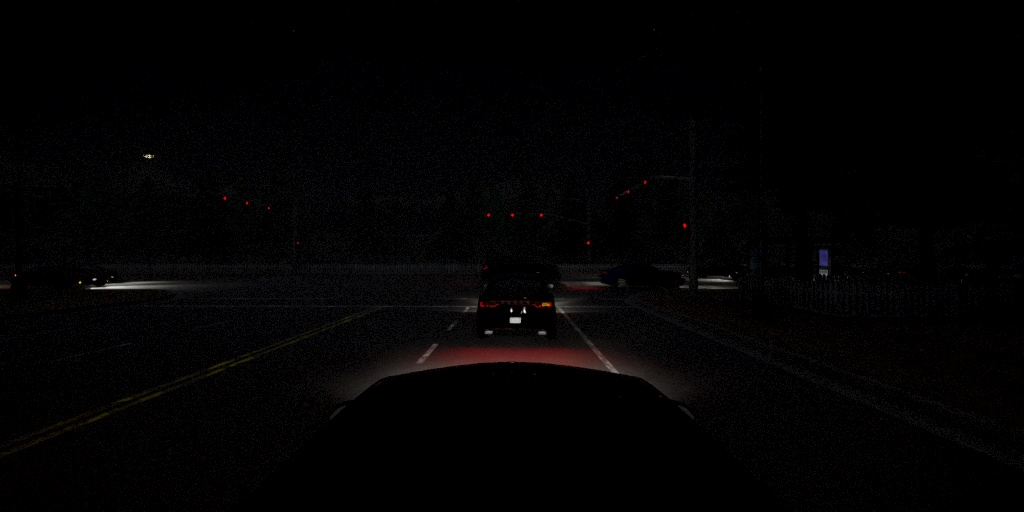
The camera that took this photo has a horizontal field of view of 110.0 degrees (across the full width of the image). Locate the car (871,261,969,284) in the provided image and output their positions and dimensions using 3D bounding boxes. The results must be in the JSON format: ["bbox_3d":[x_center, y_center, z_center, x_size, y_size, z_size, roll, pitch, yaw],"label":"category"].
[{"bbox_3d":[28.536,1.258,25.216,4.181,1.385,1.994,0,0,2],"label":"car"}]

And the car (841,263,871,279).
[{"bbox_3d":[29.988,1.172,28.739,5.008,1.535,1.882,0,0,3],"label":"car"}]

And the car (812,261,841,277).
[{"bbox_3d":[27.748,1.186,32.309,4.902,1.511,2.128,0,0,2],"label":"car"}]

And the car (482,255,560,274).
[{"bbox_3d":[0.588,0.937,25.405,5.566,2.045,2.150,0,0,1],"label":"car"}]

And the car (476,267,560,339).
[{"bbox_3d":[0.173,1.228,10.149,1.882,1.535,5.008,0,0,2],"label":"car"}]

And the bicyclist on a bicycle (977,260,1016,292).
[{"bbox_3d":[22.821,0.995,17.011,0.582,1.620,1.656,0,0,0],"label":"bicyclist on a bicycle"}]

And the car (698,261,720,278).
[{"bbox_3d":[18.417,1.186,32.487,4.902,1.511,2.128,0,0,1],"label":"car"}]

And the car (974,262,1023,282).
[{"bbox_3d":[39.925,1.172,27.570,5.008,1.535,1.882,0,0,14],"label":"car"}]

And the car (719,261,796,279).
[{"bbox_3d":[20.235,1.242,29.010,5.357,1.411,2.033,0,0,-1],"label":"car"}]

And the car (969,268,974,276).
[{"bbox_3d":[37.672,1.295,31.591,4.718,1.301,1.895,0,0,9],"label":"car"}]

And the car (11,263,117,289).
[{"bbox_3d":[-27.661,1.258,22.054,4.181,1.385,1.994,0,0,0],"label":"car"}]

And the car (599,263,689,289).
[{"bbox_3d":[7.867,1.181,21.879,5.008,1.535,1.882,0,0,0],"label":"car"}]

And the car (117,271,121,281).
[{"bbox_3d":[-30.823,1.220,25.548,4.674,1.442,1.812,0,0,0],"label":"car"}]
